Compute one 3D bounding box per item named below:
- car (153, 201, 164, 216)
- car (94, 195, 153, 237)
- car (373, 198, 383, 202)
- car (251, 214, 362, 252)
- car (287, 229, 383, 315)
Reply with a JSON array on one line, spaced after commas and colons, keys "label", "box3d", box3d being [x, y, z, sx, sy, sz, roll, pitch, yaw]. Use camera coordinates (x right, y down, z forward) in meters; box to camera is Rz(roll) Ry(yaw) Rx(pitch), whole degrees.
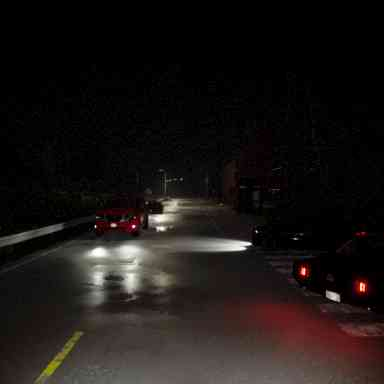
[{"label": "car", "box3d": [-3.787, 1.564, 32.506, 1.994, 1.385, 4.181, 0, 0, 0]}, {"label": "car", "box3d": [-3.734, 1.221, 18.520, 2.150, 2.045, 5.566, 0, 0, 0]}, {"label": "car", "box3d": [27.130, 1.506, 46.961, 1.816, 1.474, 4.193, 0, 0, -1]}, {"label": "car", "box3d": [4.438, 1.564, 12.924, 4.181, 1.385, 1.994, 0, 0, 21]}, {"label": "car", "box3d": [4.505, 1.601, 7.103, 4.718, 1.301, 1.895, 0, 0, -29]}]
